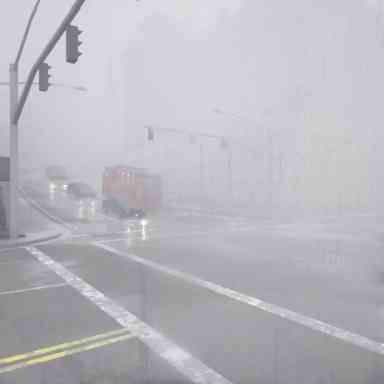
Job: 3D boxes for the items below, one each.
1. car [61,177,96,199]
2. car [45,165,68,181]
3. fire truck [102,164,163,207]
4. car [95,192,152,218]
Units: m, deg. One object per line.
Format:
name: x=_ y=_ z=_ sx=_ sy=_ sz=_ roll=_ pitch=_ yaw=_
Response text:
car: x=-11.810 y=-0.277 z=35.270 sx=2.033 sy=1.411 sz=5.357 roll=0 pitch=10 yaw=-35
car: x=-17.867 y=-2.614 z=43.779 sx=2.097 sy=1.767 sz=4.553 roll=0 pitch=12 yaw=-35
fire truck: x=-6.243 y=-0.693 z=33.687 sx=2.891 sy=3.827 sz=8.468 roll=0 pitch=8 yaw=-36
car: x=-5.569 y=1.103 z=26.530 sx=2.033 sy=1.411 sz=5.357 roll=0 pitch=5 yaw=-36
